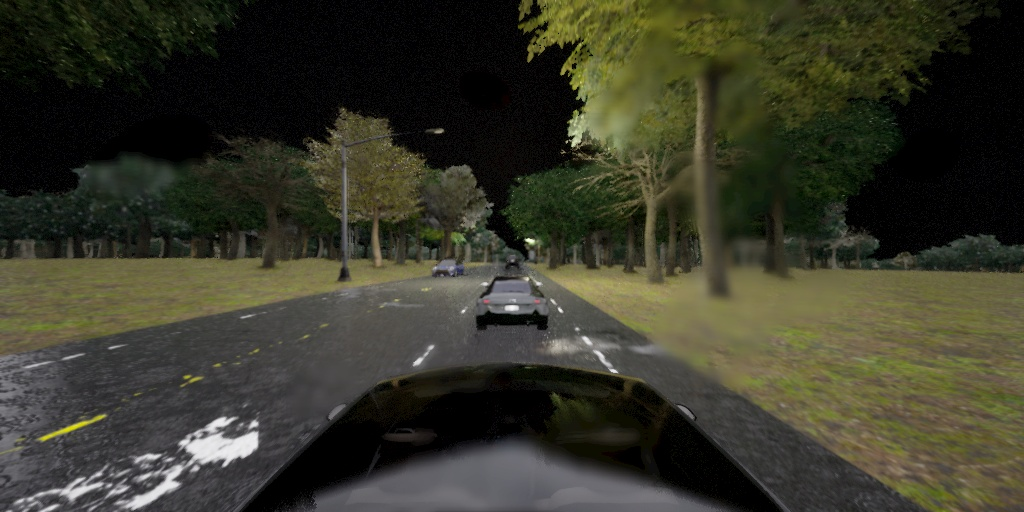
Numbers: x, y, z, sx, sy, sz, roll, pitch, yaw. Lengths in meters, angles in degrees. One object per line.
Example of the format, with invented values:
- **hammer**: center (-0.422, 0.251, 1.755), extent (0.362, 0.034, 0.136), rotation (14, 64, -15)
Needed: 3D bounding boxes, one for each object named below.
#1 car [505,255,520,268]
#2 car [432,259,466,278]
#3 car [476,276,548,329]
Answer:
- **car**: center (0.099, 0.934, 58.973), extent (2.150, 2.045, 5.566), rotation (0, 0, 0)
- **car**: center (-5.696, 1.068, 32.706), extent (2.097, 1.767, 4.553), rotation (0, 0, 7)
- **car**: center (0.003, 1.293, 11.136), extent (1.994, 1.385, 4.181), rotation (0, 0, 0)
